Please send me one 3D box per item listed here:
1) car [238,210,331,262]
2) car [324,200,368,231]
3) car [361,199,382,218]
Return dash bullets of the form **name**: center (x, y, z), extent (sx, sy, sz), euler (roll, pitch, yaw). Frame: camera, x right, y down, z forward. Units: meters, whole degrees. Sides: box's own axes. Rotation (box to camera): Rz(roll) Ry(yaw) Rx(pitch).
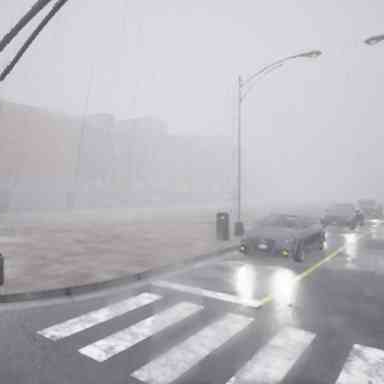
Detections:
- **car**: center (3.355, 1.508, 11.980), extent (1.994, 1.385, 4.181), euler (0, 0, 36)
- **car**: center (9.224, 1.435, 20.295), extent (1.812, 1.442, 4.674), euler (0, 0, 35)
- **car**: center (15.178, 1.381, 28.712), extent (1.837, 1.490, 4.892), euler (0, 0, 36)
